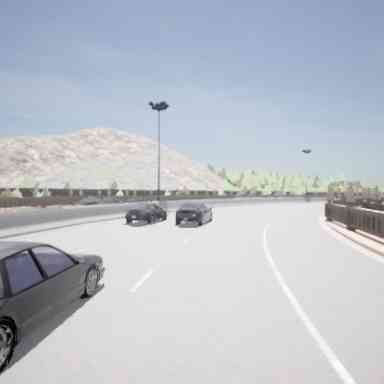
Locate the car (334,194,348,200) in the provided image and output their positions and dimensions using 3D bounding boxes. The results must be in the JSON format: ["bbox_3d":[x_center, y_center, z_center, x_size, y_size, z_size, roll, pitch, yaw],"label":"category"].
[{"bbox_3d":[28.162,1.363,61.202,5.566,2.045,2.150,0,0,-43],"label":"car"}]

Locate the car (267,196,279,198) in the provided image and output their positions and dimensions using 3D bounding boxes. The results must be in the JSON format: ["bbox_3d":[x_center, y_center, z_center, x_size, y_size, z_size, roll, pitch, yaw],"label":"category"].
[{"bbox_3d":[17.207,1.571,71.793,4.892,1.490,1.837,0,0,-44],"label":"car"}]

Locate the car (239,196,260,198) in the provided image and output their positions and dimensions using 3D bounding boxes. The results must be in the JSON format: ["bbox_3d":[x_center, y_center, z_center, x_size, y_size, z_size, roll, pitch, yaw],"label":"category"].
[{"bbox_3d":[13.049,1.526,72.583,1.882,1.535,5.008,0,0,44],"label":"car"}]

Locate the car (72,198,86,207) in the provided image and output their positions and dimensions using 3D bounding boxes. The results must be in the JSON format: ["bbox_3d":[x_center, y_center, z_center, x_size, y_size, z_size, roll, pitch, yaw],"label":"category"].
[{"bbox_3d":[-12.461,1.435,40.727,2.128,1.511,4.902,0,0,23],"label":"car"}]

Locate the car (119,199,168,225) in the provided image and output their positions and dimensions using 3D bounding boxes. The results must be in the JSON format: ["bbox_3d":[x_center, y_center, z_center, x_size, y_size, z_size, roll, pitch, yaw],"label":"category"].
[{"bbox_3d":[-3.249,1.512,24.301,1.812,1.442,4.674,0,0,16],"label":"car"}]

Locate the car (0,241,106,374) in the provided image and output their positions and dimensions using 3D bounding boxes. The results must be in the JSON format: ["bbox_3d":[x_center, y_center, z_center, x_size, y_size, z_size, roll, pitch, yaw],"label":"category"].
[{"bbox_3d":[-3.120,1.533,5.433,2.033,1.411,5.357,0,0,4],"label":"car"}]

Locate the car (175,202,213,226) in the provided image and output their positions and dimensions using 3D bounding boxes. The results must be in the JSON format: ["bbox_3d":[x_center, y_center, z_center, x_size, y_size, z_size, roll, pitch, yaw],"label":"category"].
[{"bbox_3d":[0.242,1.508,23.800,1.837,1.490,4.892,0,0,16],"label":"car"}]

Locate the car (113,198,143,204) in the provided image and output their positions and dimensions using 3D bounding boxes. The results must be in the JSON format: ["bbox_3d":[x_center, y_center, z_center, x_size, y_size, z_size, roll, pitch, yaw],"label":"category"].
[{"bbox_3d":[-6.372,1.477,37.186,1.837,1.490,4.892,0,0,23],"label":"car"}]

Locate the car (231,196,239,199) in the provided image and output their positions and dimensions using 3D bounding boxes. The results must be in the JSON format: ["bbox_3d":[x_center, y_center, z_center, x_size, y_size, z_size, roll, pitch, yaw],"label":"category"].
[{"bbox_3d":[10.680,1.571,75.161,2.033,1.411,5.357,0,0,44],"label":"car"}]

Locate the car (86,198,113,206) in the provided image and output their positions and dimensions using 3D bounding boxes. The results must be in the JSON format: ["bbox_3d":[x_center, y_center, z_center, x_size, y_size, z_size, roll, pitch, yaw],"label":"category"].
[{"bbox_3d":[-9.611,1.462,38.489,1.837,1.490,4.892,0,0,23],"label":"car"}]
